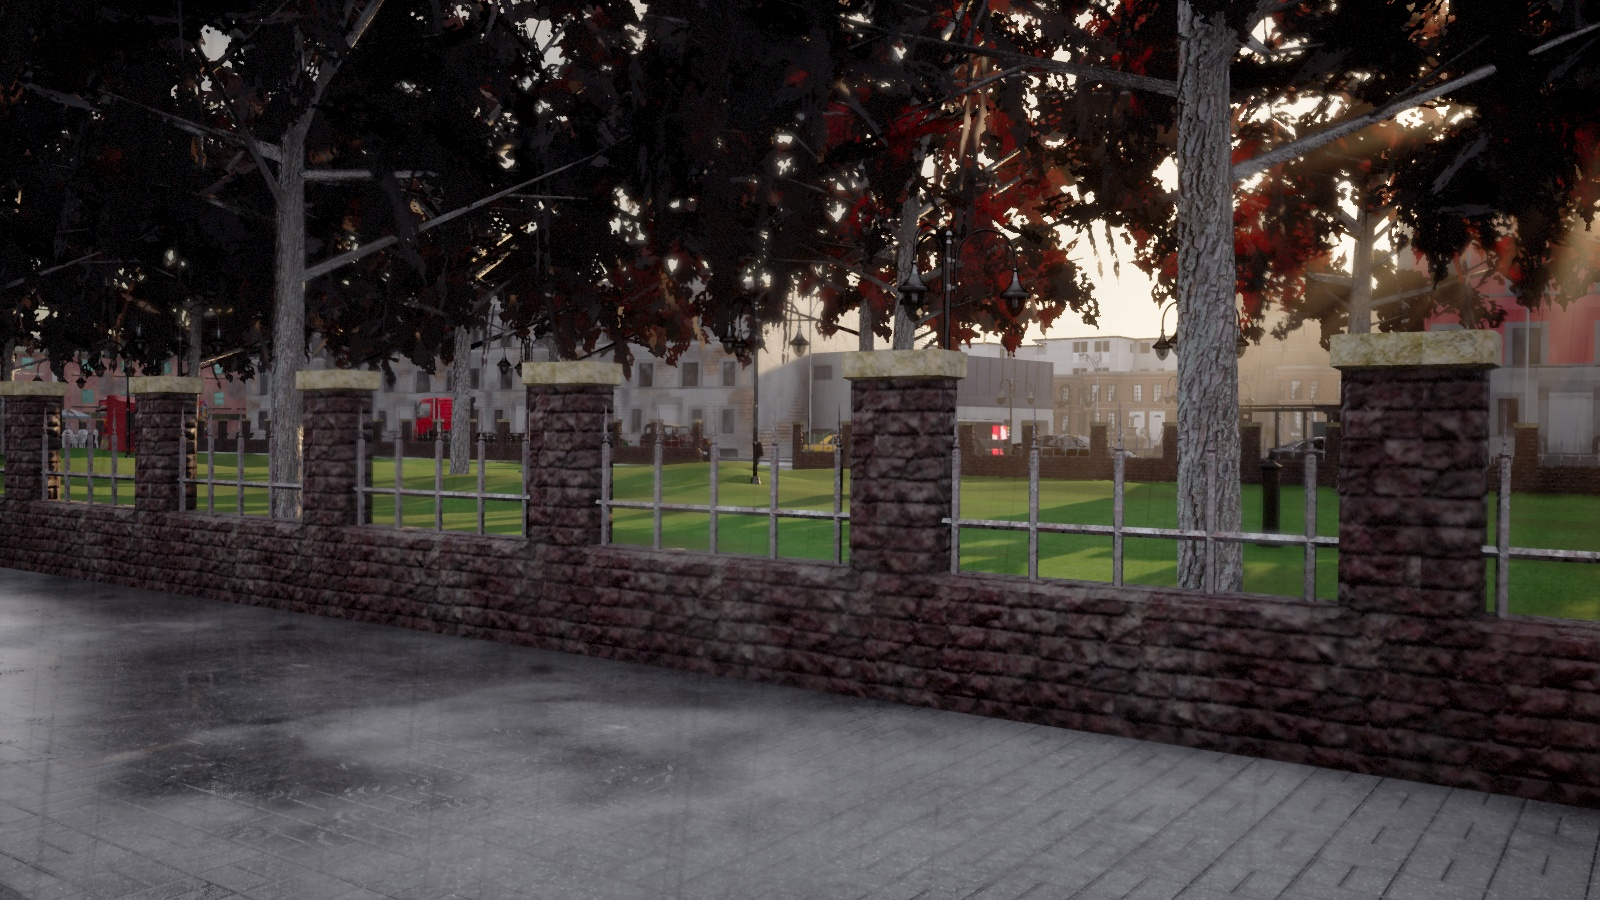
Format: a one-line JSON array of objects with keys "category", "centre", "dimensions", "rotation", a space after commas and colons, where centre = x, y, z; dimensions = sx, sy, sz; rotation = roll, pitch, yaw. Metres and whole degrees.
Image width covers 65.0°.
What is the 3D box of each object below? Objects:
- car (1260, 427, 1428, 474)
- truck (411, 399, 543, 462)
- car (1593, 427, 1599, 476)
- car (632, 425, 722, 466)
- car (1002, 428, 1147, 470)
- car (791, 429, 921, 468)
[{"category": "car", "centre": [18.149, -0.001, 41.978], "dimensions": [4.892, 1.490, 1.837], "rotation": [0, 1, 35]}, {"category": "truck", "centre": [-18.761, -1.077, 72.775], "dimensions": [7.936, 3.462, 2.891], "rotation": [0, 1, 35]}, {"category": "car", "centre": [25.908, 0.024, 36.535], "dimensions": [4.674, 1.442, 1.812], "rotation": [0, 1, 36]}, {"category": "car", "centre": [-5.764, -0.223, 58.789], "dimensions": [3.866, 1.878, 1.905], "rotation": [0, 1, 35]}, {"category": "car", "centre": [10.341, -0.054, 47.469], "dimensions": [4.902, 1.511, 2.128], "rotation": [0, 1, 35]}, {"category": "car", "centre": [2.332, -0.076, 53.101], "dimensions": [5.366, 1.575, 1.801], "rotation": [0, 1, 35]}]
